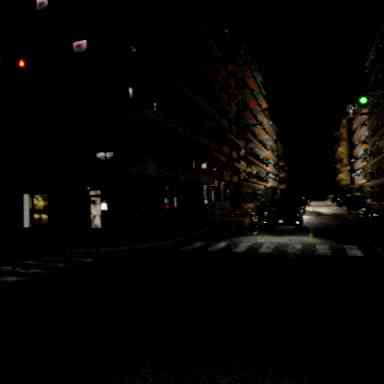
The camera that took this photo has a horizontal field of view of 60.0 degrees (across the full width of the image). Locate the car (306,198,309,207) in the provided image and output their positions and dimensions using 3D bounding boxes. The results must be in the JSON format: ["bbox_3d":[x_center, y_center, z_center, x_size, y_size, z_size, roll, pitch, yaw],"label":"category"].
[{"bbox_3d":[11.324,1.666,36.035,1.895,1.301,4.718,-2,-1,20],"label":"car"}]

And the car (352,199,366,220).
[{"bbox_3d":[13.000,1.446,23.792,2.008,1.369,4.403,-1,0,20],"label":"car"}]

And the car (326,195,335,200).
[{"bbox_3d":[36.324,1.481,87.359,2.008,1.369,4.403,-1,0,20],"label":"car"}]

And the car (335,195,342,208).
[{"bbox_3d":[20.833,1.430,45.140,1.752,1.417,4.829,-1,0,20],"label":"car"}]

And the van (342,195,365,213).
[{"bbox_3d":[16.885,1.241,34.387,1.690,1.788,3.998,-1,0,20],"label":"van"}]

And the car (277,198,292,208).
[{"bbox_3d":[14.855,1.692,53.163,1.887,1.381,4.507,-1,0,20],"label":"car"}]

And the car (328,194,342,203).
[{"bbox_3d":[26.603,1.229,60.873,2.192,1.841,5.009,-1,0,20],"label":"car"}]

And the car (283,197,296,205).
[{"bbox_3d":[18.742,1.704,63.758,2.008,1.369,4.403,-1,0,20],"label":"car"}]

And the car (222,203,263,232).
[{"bbox_3d":[3.134,1.658,21.220,1.752,1.417,4.829,-1,0,20],"label":"car"}]

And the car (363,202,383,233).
[{"bbox_3d":[11.056,1.459,18.495,1.947,1.339,4.313,-1,0,20],"label":"car"}]

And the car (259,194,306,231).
[{"bbox_3d":[6.007,1.274,21.597,2.150,2.045,5.566,-2,0,20],"label":"car"}]

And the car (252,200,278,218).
[{"bbox_3d":[7.078,1.577,31.975,1.967,1.590,4.097,-1,0,20],"label":"car"}]

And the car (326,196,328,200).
[{"bbox_3d":[32.437,1.474,76.765,2.008,1.369,4.403,-1,0,20],"label":"car"}]

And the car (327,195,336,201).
[{"bbox_3d":[34.440,1.452,82.222,1.752,1.417,4.829,-1,0,20],"label":"car"}]

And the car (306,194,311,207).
[{"bbox_3d":[17.740,1.332,53.281,2.150,2.045,5.566,-2,-1,20],"label":"car"}]

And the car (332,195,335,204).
[{"bbox_3d":[22.719,1.490,50.278,1.802,1.307,4.206,-1,0,20],"label":"car"}]
